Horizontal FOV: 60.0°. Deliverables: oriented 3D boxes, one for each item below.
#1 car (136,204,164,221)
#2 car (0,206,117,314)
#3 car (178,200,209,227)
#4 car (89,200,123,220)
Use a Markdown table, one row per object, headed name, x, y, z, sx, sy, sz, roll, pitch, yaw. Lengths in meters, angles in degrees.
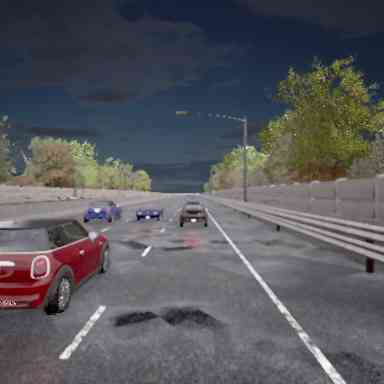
| name | x | y | z | sx | sy | sz | roll | pitch | yaw |
| --- | --- | --- | --- | --- | --- | --- | --- | --- | --- |
| car | -3.387 | 1.664 | 27.735 | 1.895 | 1.301 | 4.718 | 0 | 0 | 0 |
| car | -3.397 | 1.368 | 7.792 | 2.097 | 1.767 | 4.553 | 0 | 0 | 0 |
| car | 0.112 | 1.557 | 23.528 | 1.837 | 1.490 | 4.892 | 0 | 0 | 0 |
| car | -6.888 | 1.411 | 26.271 | 2.097 | 1.767 | 4.553 | 0 | 0 | 0 |
